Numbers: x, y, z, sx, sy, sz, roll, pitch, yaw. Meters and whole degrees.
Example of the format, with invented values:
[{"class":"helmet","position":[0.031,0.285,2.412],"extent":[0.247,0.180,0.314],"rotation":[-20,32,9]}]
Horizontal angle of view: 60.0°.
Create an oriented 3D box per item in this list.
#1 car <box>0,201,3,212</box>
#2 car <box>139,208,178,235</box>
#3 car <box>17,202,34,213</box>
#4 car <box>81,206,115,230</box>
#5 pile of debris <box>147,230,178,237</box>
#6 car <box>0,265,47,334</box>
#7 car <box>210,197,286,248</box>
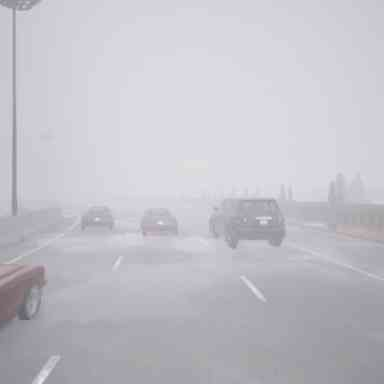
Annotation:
[{"class":"car","position":[-23.859,1.629,39.885],"extent":[1.882,1.535,5.008],"rotation":[0,0,-27]},{"class":"car","position":[-2.018,1.600,19.364],"extent":[1.994,1.385,4.181],"rotation":[0,0,-11]},{"class":"car","position":[-18.137,1.725,35.907],"extent":[1.895,1.301,4.718],"rotation":[0,0,-23]},{"class":"car","position":[-6.132,1.623,21.956],"extent":[1.994,1.385,4.181],"rotation":[0,0,-12]},{"class":"pile of debris","position":[-1.649,2.212,17.889],"extent":[1.500,0.140,1.860],"rotation":[0,0,-10]},{"class":"car","position":[-3.639,1.621,4.349],"extent":[1.895,1.301,4.718],"rotation":[0,0,-3]},{"class":"car","position":[2.302,1.239,15.128],"extent":[2.150,2.045,5.566],"rotation":[0,0,-8]}]
